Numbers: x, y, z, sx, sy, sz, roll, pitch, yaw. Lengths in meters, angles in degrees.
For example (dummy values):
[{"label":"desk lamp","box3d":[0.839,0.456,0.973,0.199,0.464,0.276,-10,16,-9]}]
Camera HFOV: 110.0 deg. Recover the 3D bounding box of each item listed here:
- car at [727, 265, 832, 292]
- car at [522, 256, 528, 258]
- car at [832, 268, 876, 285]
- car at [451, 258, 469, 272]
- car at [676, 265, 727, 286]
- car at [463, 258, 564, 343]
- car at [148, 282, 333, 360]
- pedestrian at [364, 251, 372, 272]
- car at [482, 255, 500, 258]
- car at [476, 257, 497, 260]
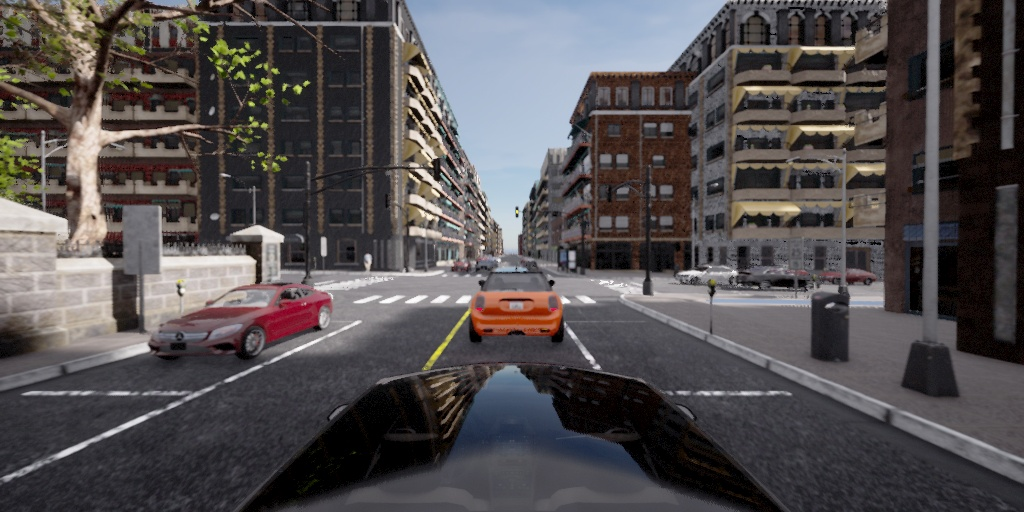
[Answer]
[{"label":"car","box3d":[17.213,1.454,23.273,4.902,1.511,2.128,1,1,0]},{"label":"car","box3d":[2.687,1.006,51.897,2.007,1.370,4.403,0,0,0]},{"label":"car","box3d":[27.051,1.653,29.135,4.207,1.307,1.802,0,0,-1]},{"label":"car","box3d":[-5.693,0.961,40.624,1.967,1.591,4.097,0,0,0]},{"label":"car","box3d":[14.547,1.406,26.417,4.674,1.442,1.812,1,1,-2]},{"label":"car","box3d":[0.126,1.055,9.712,2.097,1.767,4.553,0,0,1]},{"label":"car","box3d":[-5.690,1.294,8.214,1.802,1.307,4.207,0,0,0]},{"label":"pedestrian","box3d":[-12.715,0.478,31.609,0.375,1.860,0.375,0,0,-1]},{"label":"car","box3d":[-3.083,1.010,53.559,1.994,1.385,4.181,0,0,0]},{"label":"car","box3d":[-3.096,1.081,41.214,1.994,1.385,4.181,0,0,0]}]
